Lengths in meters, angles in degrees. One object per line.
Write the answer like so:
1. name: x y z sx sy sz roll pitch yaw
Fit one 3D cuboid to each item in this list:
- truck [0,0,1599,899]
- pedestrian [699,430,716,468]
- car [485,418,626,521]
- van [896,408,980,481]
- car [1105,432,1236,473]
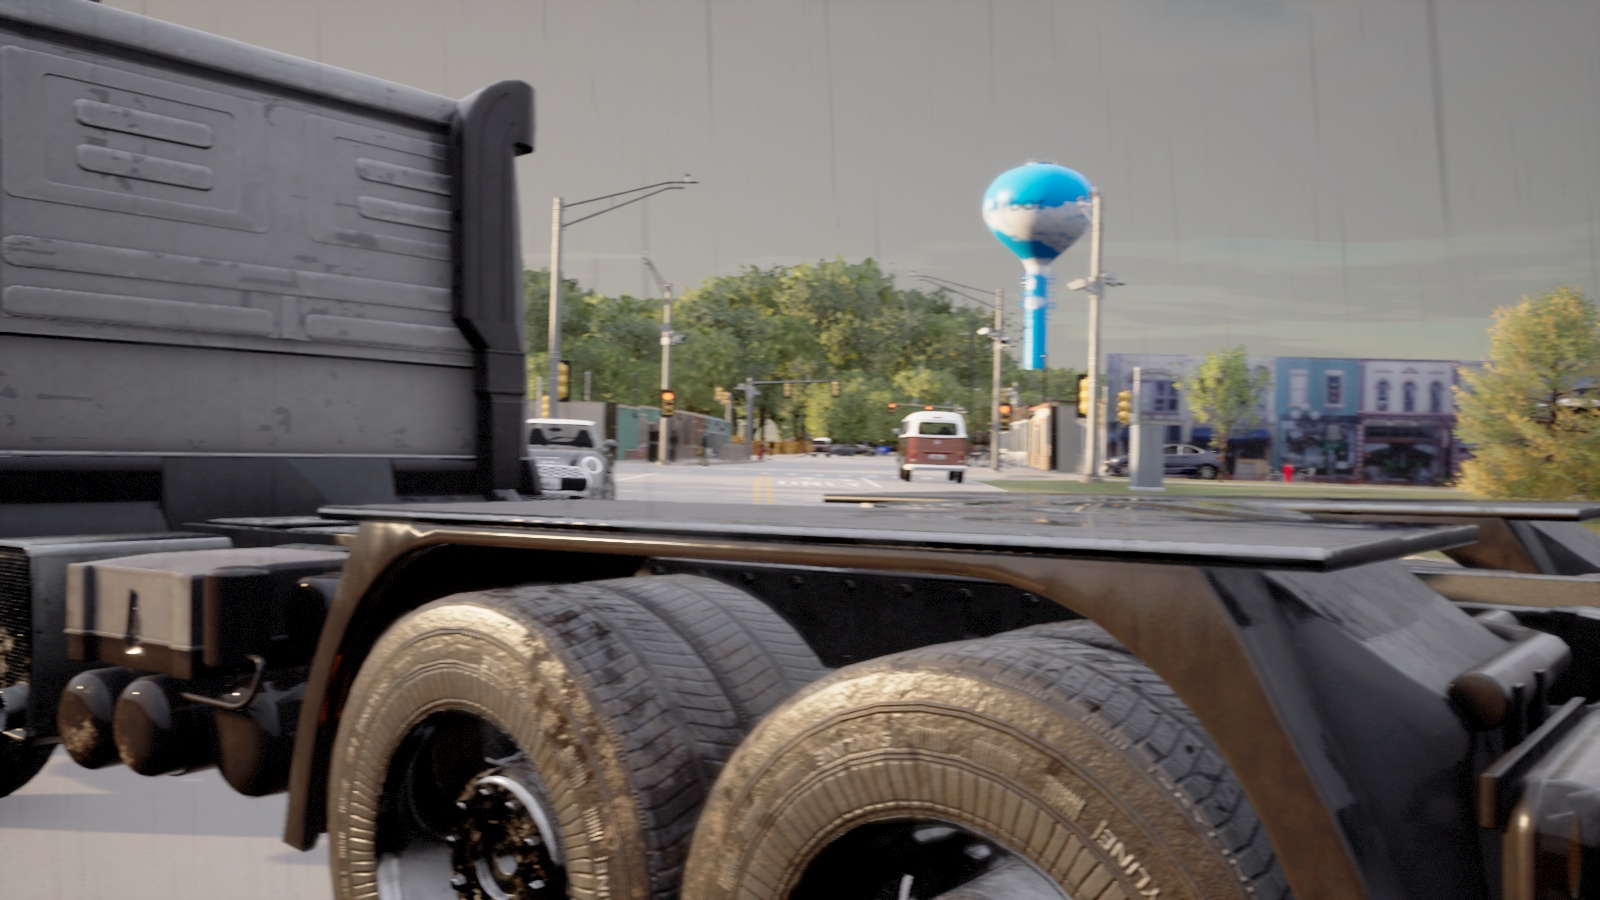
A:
1. truck: -0.902 -0.236 4.585 7.936 3.462 2.891 -2 -1 40
2. pedestrian: -4.548 -0.041 61.592 0.726 1.842 0.402 0 -1 9
3. car: -4.009 0.252 21.178 1.970 1.475 3.806 1 3 -6
4. van: 4.019 -0.165 37.302 2.069 2.038 4.480 1 0 1
5. car: 15.727 0.099 53.495 5.027 1.651 2.152 1 -1 5
